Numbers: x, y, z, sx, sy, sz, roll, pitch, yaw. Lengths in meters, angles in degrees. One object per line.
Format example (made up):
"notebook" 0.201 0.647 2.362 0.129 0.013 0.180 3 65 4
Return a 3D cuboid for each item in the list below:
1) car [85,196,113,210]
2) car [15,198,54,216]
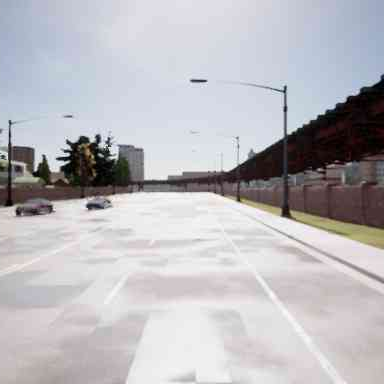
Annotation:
"car" -10.556 1.218 38.197 2.033 1.411 5.357 0 1 1
"car" -14.093 1.328 30.078 1.812 1.442 4.674 0 1 0
